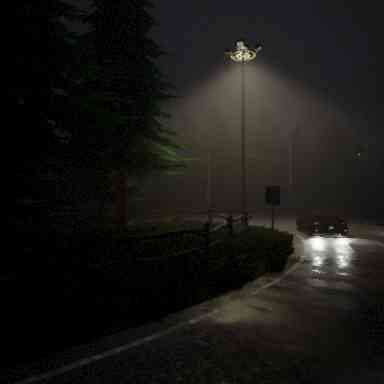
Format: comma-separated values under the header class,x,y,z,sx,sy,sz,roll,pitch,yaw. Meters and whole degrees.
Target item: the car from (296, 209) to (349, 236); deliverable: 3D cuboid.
class,x,y,z,sx,sy,sz,roll,pitch,yaw
car,7.316,1.660,18.987,1.994,1.385,4.181,0,0,6
